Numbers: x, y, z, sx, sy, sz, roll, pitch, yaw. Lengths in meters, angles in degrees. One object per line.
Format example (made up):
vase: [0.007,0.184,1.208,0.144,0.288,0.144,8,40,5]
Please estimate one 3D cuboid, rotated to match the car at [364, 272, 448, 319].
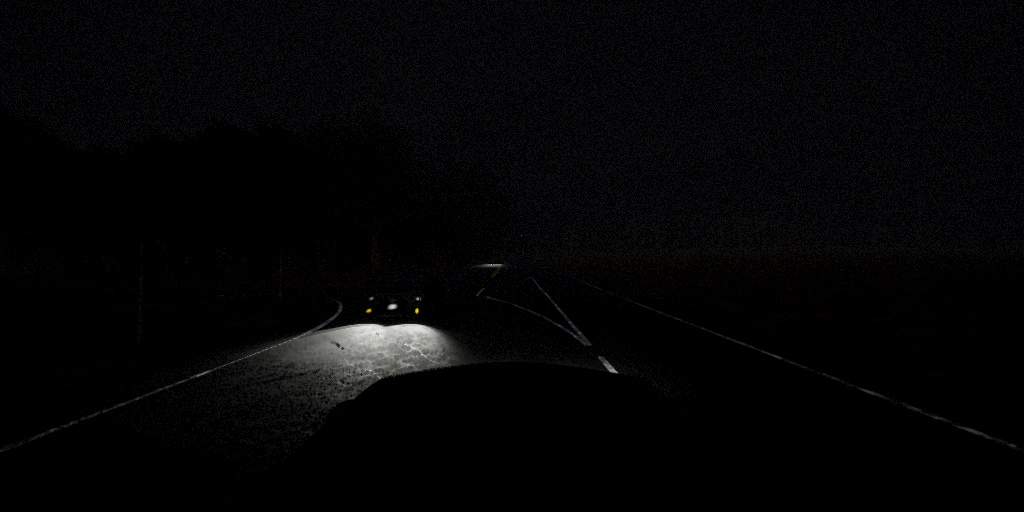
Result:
car: [-3.499,1.258,12.509,1.994,1.385,4.181,0,1,0]
